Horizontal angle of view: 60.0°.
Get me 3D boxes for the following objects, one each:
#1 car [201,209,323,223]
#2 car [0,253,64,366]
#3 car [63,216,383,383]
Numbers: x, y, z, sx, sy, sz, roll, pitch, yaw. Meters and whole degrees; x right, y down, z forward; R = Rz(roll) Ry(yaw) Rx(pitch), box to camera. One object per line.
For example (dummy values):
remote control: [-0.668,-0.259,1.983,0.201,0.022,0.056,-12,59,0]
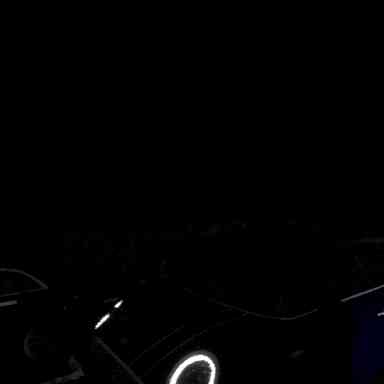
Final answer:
car: [1.186,1.349,7.470,5.009,1.841,2.192,0,0,-35]
car: [-3.394,1.549,4.229,4.403,1.369,2.008,0,0,-35]
car: [1.073,1.373,4.129,4.553,1.767,2.097,0,0,-35]
